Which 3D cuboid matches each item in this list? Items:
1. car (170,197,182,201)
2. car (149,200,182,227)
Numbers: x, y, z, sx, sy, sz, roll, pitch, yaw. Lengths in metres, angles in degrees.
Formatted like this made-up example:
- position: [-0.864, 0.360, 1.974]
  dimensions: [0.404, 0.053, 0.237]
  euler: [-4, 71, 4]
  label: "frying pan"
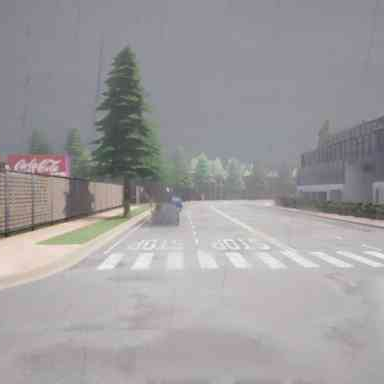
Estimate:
- position: [-2.444, 1.486, 48.349]
  dimensions: [1.882, 1.535, 5.008]
  euler: [0, 0, -1]
  label: "car"
- position: [-1.765, 1.561, 22.794]
  dimensions: [1.837, 1.490, 4.892]
  euler: [0, 0, -2]
  label: "car"
